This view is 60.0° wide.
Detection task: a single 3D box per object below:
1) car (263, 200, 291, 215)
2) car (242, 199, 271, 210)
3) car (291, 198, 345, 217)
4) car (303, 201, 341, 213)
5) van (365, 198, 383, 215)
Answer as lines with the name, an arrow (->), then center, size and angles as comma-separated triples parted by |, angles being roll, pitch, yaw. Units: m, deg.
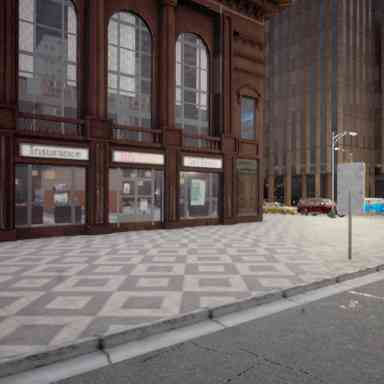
car -> 9.570, 1.797, 37.136 | 1.752, 1.417, 4.829 | 0, 0, -35
car -> 9.956, 1.890, 51.388 | 1.967, 1.590, 4.097 | -1, 0, -35
car -> 12.710, 1.521, 32.679 | 2.192, 1.841, 5.009 | 0, 0, -35
car -> 16.437, 1.896, 42.193 | 1.802, 1.307, 4.206 | -1, 0, -35
van -> 19.673, 1.588, 37.597 | 1.690, 1.788, 3.998 | -1, 0, -35
